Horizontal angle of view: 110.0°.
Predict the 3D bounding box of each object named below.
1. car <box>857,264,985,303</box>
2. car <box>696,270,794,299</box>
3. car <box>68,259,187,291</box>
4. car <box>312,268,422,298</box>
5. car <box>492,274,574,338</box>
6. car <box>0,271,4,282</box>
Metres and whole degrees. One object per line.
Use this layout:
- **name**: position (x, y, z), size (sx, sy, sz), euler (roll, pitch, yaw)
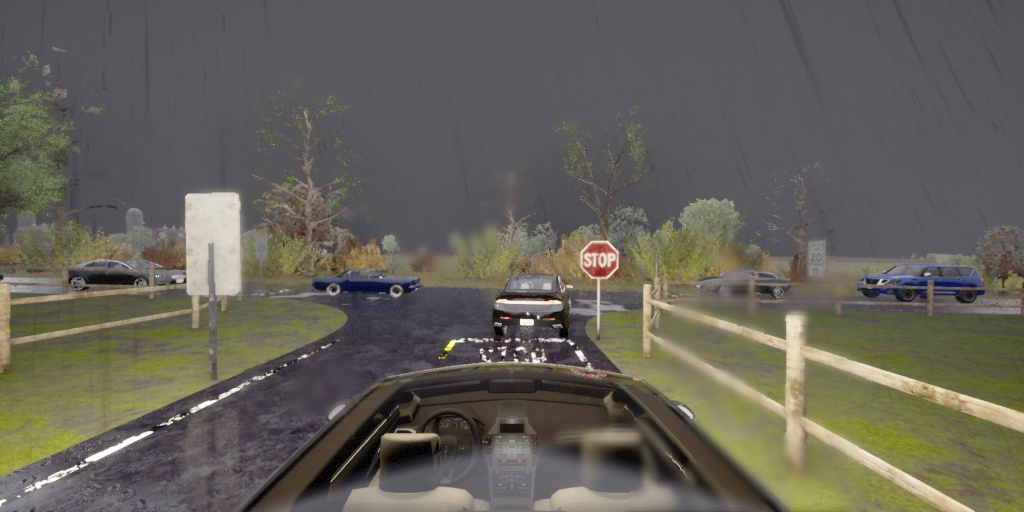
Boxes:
- **car**: position (22.910, 1.467, 20.192), size (5.566, 2.045, 2.150), euler (1, 1, 0)
- **car**: position (13.014, 1.526, 20.209), size (4.902, 1.511, 2.128), euler (1, 1, 0)
- **car**: position (-18.481, 0.886, 17.317), size (4.902, 1.511, 2.128), euler (1, 1, 0)
- **car**: position (-6.813, 1.249, 17.293), size (4.718, 1.301, 1.895), euler (1, 1, 0)
- **car**: position (0.711, 1.240, 10.257), size (2.128, 1.511, 4.902), euler (0, 0, 9)
- **car**: position (-27.785, 0.718, 17.330), size (4.674, 1.442, 1.812), euler (1, 1, 0)
